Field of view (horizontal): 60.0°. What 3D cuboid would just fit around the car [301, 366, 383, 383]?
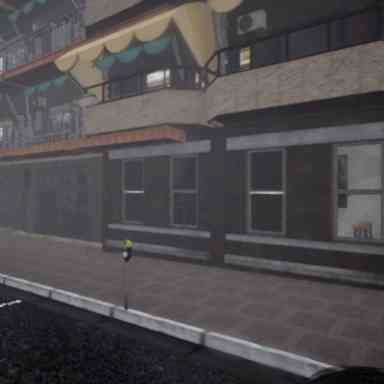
[{"bbox_3d":[2.289,1.553,1.229,4.313,1.339,1.947,-1,0,35],"label":"car"}]
